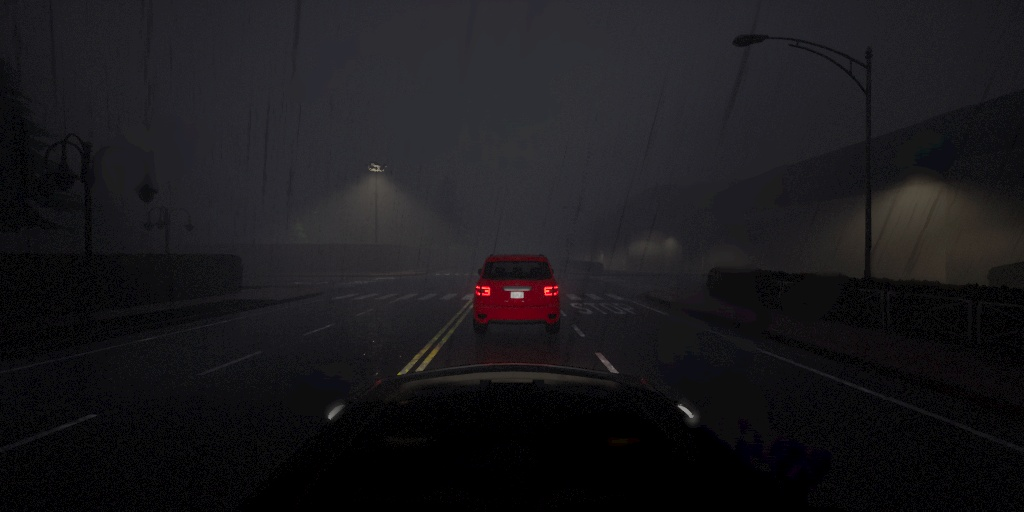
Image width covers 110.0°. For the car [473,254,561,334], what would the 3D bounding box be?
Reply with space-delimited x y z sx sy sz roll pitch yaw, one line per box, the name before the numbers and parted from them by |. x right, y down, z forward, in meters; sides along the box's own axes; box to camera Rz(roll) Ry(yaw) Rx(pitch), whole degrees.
car | 0.122 0.971 10.760 2.150 2.045 5.566 0 0 0

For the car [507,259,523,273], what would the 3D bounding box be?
car | 0.361 1.228 45.613 1.882 1.535 5.008 0 0 1
